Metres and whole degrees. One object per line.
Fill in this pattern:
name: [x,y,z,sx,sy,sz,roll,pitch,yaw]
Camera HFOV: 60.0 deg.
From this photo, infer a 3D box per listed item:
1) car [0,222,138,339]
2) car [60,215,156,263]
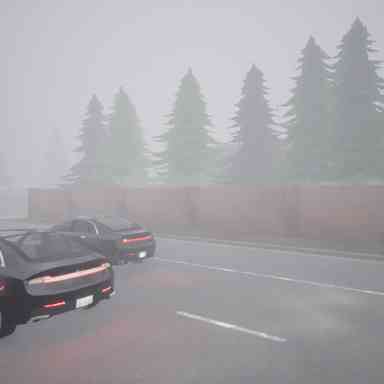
car: [-3.643,1.491,6.600,4.902,1.511,2.128,0,0,36]
car: [-3.354,1.504,10.699,4.892,1.490,1.837,0,0,35]
